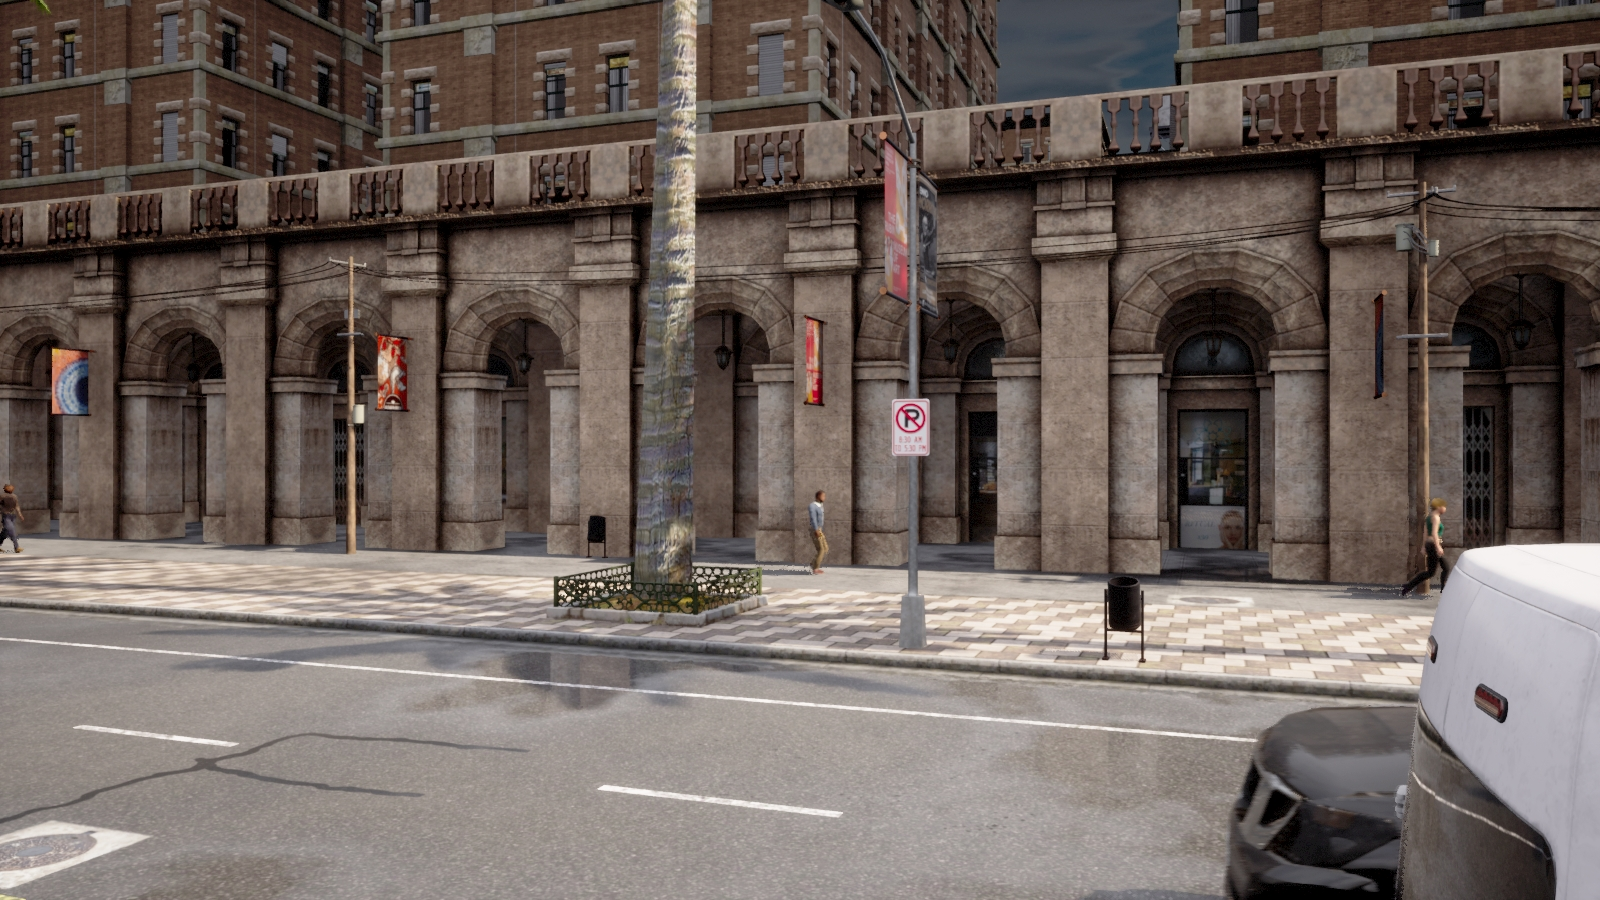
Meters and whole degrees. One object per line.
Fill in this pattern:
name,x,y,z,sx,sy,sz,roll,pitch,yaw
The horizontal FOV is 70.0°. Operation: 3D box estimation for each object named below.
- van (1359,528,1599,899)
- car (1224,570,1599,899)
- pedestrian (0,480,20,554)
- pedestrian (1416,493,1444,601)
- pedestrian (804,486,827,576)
van,4.249,1.534,1.754,5.915,2.561,1.988,0,0,20
car,4.914,1.779,5.231,5.566,2.045,2.150,0,0,20
pedestrian,-20.275,1.696,29.215,0.375,1.860,0.375,0,0,19
pedestrian,11.104,1.698,20.133,0.375,1.860,0.375,0,0,20
pedestrian,0.326,1.696,24.067,0.375,1.860,0.375,0,0,20
